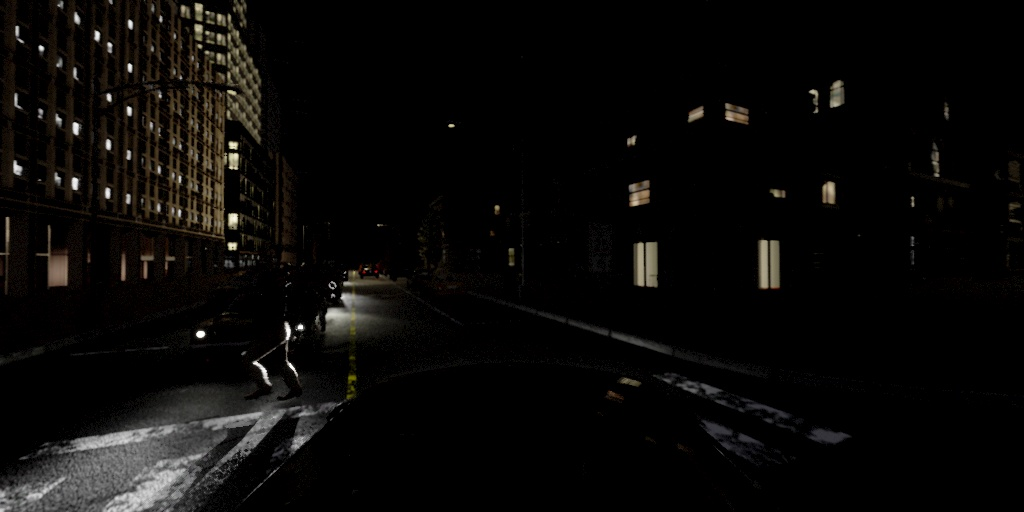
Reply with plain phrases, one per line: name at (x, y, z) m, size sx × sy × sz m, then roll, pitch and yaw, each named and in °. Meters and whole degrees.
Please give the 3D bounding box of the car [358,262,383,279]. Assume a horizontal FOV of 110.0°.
car at (-15.640, 1.701, 39.345) m, size 2.033 × 1.411 × 5.357 m, roll 0°, pitch -1°, yaw -23°

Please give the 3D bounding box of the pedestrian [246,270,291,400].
pedestrian at (-3.313, 1.065, 4.906) m, size 0.375 × 1.860 × 0.375 m, roll 0°, pitch -1°, yaw -24°

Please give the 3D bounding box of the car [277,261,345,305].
car at (-9.043, 1.252, 16.514) m, size 2.097 × 1.767 × 4.553 m, roll 0°, pitch -1°, yaw -24°

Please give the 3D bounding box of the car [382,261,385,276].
car at (-14.862, 1.728, 44.103) m, size 1.751 × 1.417 × 4.829 m, roll 0°, pitch 0°, yaw -24°

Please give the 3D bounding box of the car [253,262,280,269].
car at (-13.544, 1.260, 20.303) m, size 2.192 × 1.841 × 5.009 m, roll 0°, pitch 0°, yaw -24°

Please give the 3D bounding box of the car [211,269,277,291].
car at (-11.314, 1.440, 15.235) m, size 2.007 × 1.370 × 4.403 m, roll 0°, pitch 0°, yaw -24°

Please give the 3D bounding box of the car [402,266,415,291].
car at (-5.872, 1.553, 23.677) m, size 1.802 × 1.307 × 4.207 m, roll 0°, pitch 0°, yaw -24°

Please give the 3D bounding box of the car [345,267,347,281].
car at (-12.651, 1.592, 24.722) m, size 1.895 × 1.301 × 4.718 m, roll 0°, pitch -1°, yaw -24°

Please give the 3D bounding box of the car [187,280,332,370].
car at (-5.399, 1.410, 8.227) m, size 1.895 × 1.301 × 4.718 m, roll 0°, pitch -1°, yaw -24°

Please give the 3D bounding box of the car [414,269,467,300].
car at (-3.711, 1.441, 18.764) m, size 1.751 × 1.417 × 4.829 m, roll 0°, pitch 0°, yaw -24°

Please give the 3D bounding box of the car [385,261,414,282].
car at (-10.333, 1.400, 33.812) m, size 2.192 × 1.841 × 5.009 m, roll 0°, pitch 0°, yaw -24°
